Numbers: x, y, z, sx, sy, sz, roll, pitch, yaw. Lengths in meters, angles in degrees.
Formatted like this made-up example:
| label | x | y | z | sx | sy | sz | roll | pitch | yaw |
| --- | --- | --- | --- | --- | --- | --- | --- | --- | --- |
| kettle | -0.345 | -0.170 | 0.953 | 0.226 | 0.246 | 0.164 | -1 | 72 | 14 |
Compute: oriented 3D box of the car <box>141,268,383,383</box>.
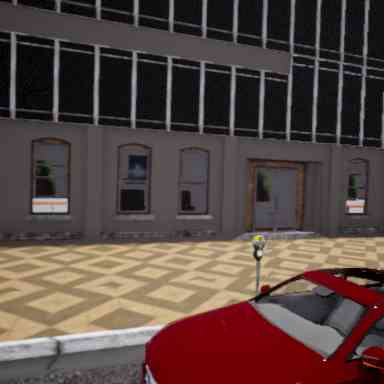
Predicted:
| label | x | y | z | sx | sy | sz | roll | pitch | yaw |
| --- | --- | --- | --- | --- | --- | --- | --- | --- | --- |
| car | 1.606 | 1.518 | 3.416 | 4.206 | 1.307 | 1.802 | 1 | 2 | -18 |
